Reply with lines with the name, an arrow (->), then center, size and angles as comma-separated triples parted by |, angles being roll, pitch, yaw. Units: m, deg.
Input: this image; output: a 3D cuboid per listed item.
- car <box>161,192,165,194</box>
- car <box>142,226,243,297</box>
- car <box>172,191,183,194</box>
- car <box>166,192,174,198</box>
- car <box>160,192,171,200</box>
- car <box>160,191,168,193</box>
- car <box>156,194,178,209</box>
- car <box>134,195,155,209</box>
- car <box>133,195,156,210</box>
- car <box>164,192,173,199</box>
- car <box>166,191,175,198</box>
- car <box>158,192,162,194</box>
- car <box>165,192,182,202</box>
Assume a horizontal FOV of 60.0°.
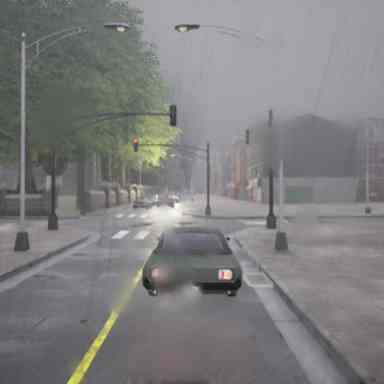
car -> -5.546, 1.098, 49.553 | 1.947, 1.339, 4.313 | 1, 0, 0
car -> 0.033, 1.515, 8.338 | 1.895, 1.301, 4.718 | 0, 1, 1
car -> -3.072, 0.783, 69.977 | 1.812, 1.442, 4.674 | 0, 0, 0
car -> -5.822, 0.806, 87.533 | 1.752, 1.417, 4.829 | 1, 0, 0
car -> -5.702, 0.813, 71.352 | 1.967, 1.590, 4.097 | 1, 0, 0
car -> -5.626, 1.030, 60.453 | 1.802, 1.307, 4.206 | 1, 0, 0
car -> -2.934, 1.235, 37.909 | 1.895, 1.301, 4.718 | 0, 1, 0
car -> -5.520, 1.150, 38.941 | 1.752, 1.417, 4.829 | 1, 0, 0
car -> -5.482, 1.193, 36.968 | 2.008, 1.369, 4.403 | 1, 0, 0
car -> -5.782, 0.748, 82.252 | 1.967, 1.590, 4.097 | 1, 0, 0
car -> -5.859, 0.568, 93.152 | 2.192, 1.841, 5.009 | 1, 0, 0
car -> -5.506, 1.130, 44.103 | 2.008, 1.369, 4.403 | 1, 1, 0
car -> -3.034, 1.099, 53.864 | 1.895, 1.301, 4.718 | 0, 0, 0
